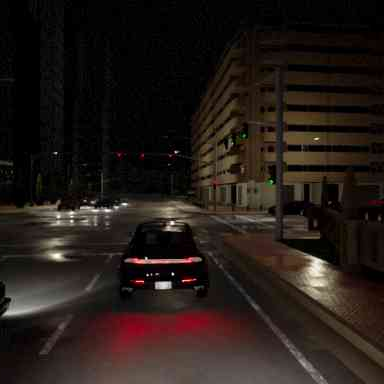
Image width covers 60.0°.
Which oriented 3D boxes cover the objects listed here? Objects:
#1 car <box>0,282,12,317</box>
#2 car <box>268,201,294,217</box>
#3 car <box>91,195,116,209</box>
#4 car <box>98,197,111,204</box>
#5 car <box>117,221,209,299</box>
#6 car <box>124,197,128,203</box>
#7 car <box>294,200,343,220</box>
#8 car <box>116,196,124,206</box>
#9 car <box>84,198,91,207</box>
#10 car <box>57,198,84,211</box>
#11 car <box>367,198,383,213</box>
[{"bbox_3d":[-3.775,1.547,3.047,2.033,1.411,5.357,0,0,-4],"label":"car"},{"bbox_3d":[9.696,1.533,31.399,5.008,1.535,1.882,0,0,-7],"label":"car"},{"bbox_3d":[-11.802,1.526,44.790,1.812,1.442,4.674,0,0,-5],"label":"car"},{"bbox_3d":[-17.698,1.601,67.335,1.895,1.301,4.718,0,0,-6],"label":"car"},{"bbox_3d":[-0.711,1.492,8.491,2.128,1.511,4.902,0,0,-4],"label":"car"},{"bbox_3d":[-14.228,1.601,67.802,1.895,1.301,4.718,0,0,-6],"label":"car"},{"bbox_3d":[11.627,1.547,28.096,4.902,1.511,2.128,0,0,-6],"label":"car"},{"bbox_3d":[-12.787,1.352,53.785,2.097,1.767,4.553,0,0,-6],"label":"car"},{"bbox_3d":[-15.929,1.547,50.260,2.033,1.411,5.357,0,0,-6],"label":"car"},{"bbox_3d":[-14.859,1.526,40.415,1.812,1.442,4.674,0,0,-6],"label":"car"},{"bbox_3d":[20.061,1.274,32.585,5.566,2.045,2.150,0,0,-7],"label":"car"}]
